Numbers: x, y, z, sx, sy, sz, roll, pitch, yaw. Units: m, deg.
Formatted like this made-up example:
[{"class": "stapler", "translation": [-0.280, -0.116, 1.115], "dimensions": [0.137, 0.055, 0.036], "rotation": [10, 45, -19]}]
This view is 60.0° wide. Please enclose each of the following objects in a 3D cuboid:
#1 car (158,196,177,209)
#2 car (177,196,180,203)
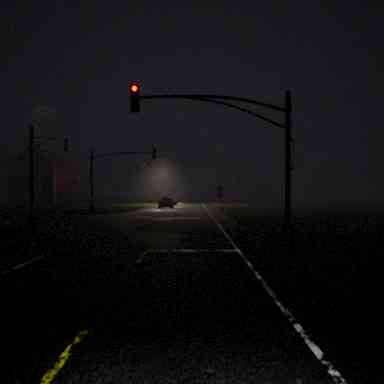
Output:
[{"class": "car", "translation": [-3.482, 1.432, 45.308], "dimensions": [1.882, 1.535, 5.008], "rotation": [0, 0, 0]}, {"class": "car", "translation": [-3.449, 1.464, 55.170], "dimensions": [1.812, 1.442, 4.674], "rotation": [0, 0, 1]}]
